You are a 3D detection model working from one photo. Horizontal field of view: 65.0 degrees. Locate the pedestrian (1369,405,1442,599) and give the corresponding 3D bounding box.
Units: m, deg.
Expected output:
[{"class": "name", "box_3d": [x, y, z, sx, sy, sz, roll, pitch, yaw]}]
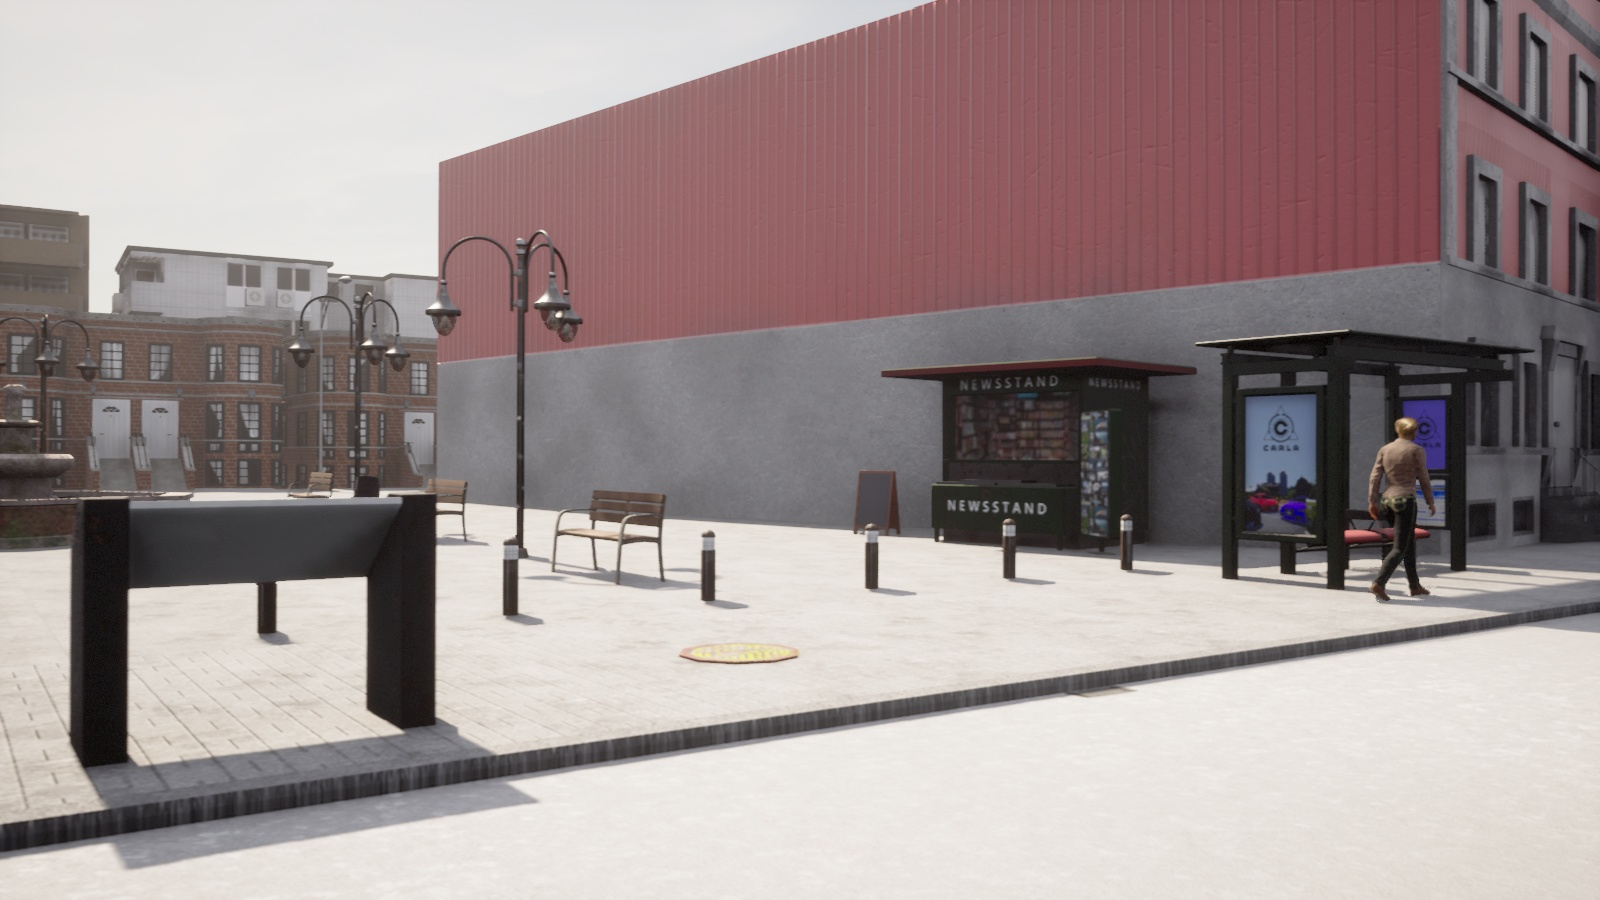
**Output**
[{"class": "pedestrian", "box_3d": [5.905, 0.498, 12.252, 0.634, 1.846, 0.331, 0, 0, -28]}]
